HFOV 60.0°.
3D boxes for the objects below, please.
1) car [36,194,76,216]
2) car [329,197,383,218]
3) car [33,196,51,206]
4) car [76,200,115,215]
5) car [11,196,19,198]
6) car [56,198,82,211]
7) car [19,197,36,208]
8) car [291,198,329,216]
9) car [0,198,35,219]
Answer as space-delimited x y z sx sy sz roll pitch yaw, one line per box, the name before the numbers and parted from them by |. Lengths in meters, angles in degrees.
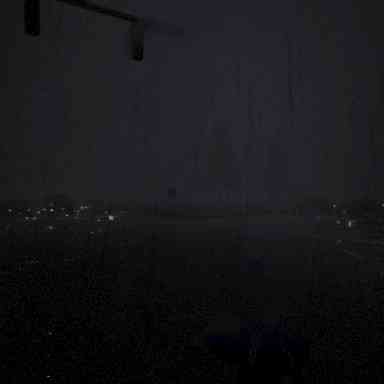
car | -13.153 1.171 32.114 2.150 2.045 5.566 0 0 -35
car | 14.285 1.307 28.292 4.902 1.511 2.128 0 0 -35
car | -25.082 1.402 55.492 1.882 1.535 5.008 0 0 -34
car | -9.453 1.474 32.920 2.033 1.411 5.357 0 0 -35
car | -21.082 1.450 37.386 1.882 1.535 5.008 0 0 -35
car | -15.371 1.488 41.442 1.994 1.385 4.181 0 1 -35
car | -20.471 1.549 42.654 1.895 1.301 4.718 0 0 -35
car | 11.089 1.329 30.315 4.892 1.490 1.837 -1 0 -35
car | -15.507 1.498 29.362 1.812 1.442 4.674 0 0 -35
